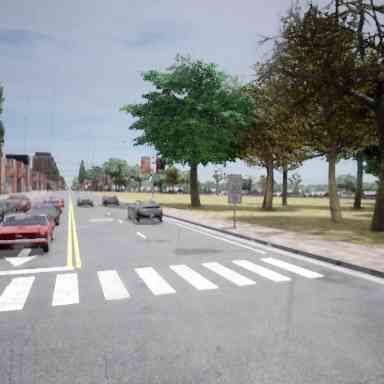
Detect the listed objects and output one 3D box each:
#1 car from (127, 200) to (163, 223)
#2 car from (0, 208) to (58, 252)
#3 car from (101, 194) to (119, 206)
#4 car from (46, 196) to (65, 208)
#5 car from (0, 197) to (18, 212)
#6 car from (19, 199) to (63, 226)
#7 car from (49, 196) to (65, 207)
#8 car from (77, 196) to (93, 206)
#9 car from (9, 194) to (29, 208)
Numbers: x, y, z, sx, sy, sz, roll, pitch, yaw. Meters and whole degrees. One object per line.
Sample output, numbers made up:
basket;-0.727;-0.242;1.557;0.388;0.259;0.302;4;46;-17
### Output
car;-3.477;1.336;24.230;2.128;1.511;4.902;0;1;-20
car;-6.582;1.532;13.269;1.895;1.301;4.718;0;0;-20
car;-10.995;1.065;44.654;2.128;1.511;4.902;0;1;-20
car;-16.537;1.195;40.508;1.895;1.301;4.718;0;1;-20
car;-13.611;1.318;22.985;1.837;1.490;4.892;0;1;-20
car;-9.621;1.410;21.532;1.994;1.385;4.181;0;1;-20
car;-13.047;1.324;30.921;1.895;1.301;4.718;0;1;-20
car;-14.074;1.171;43.611;1.895;1.301;4.718;0;1;-20
car;-17.104;1.036;32.588;2.097;1.767;4.553;0;1;-20
